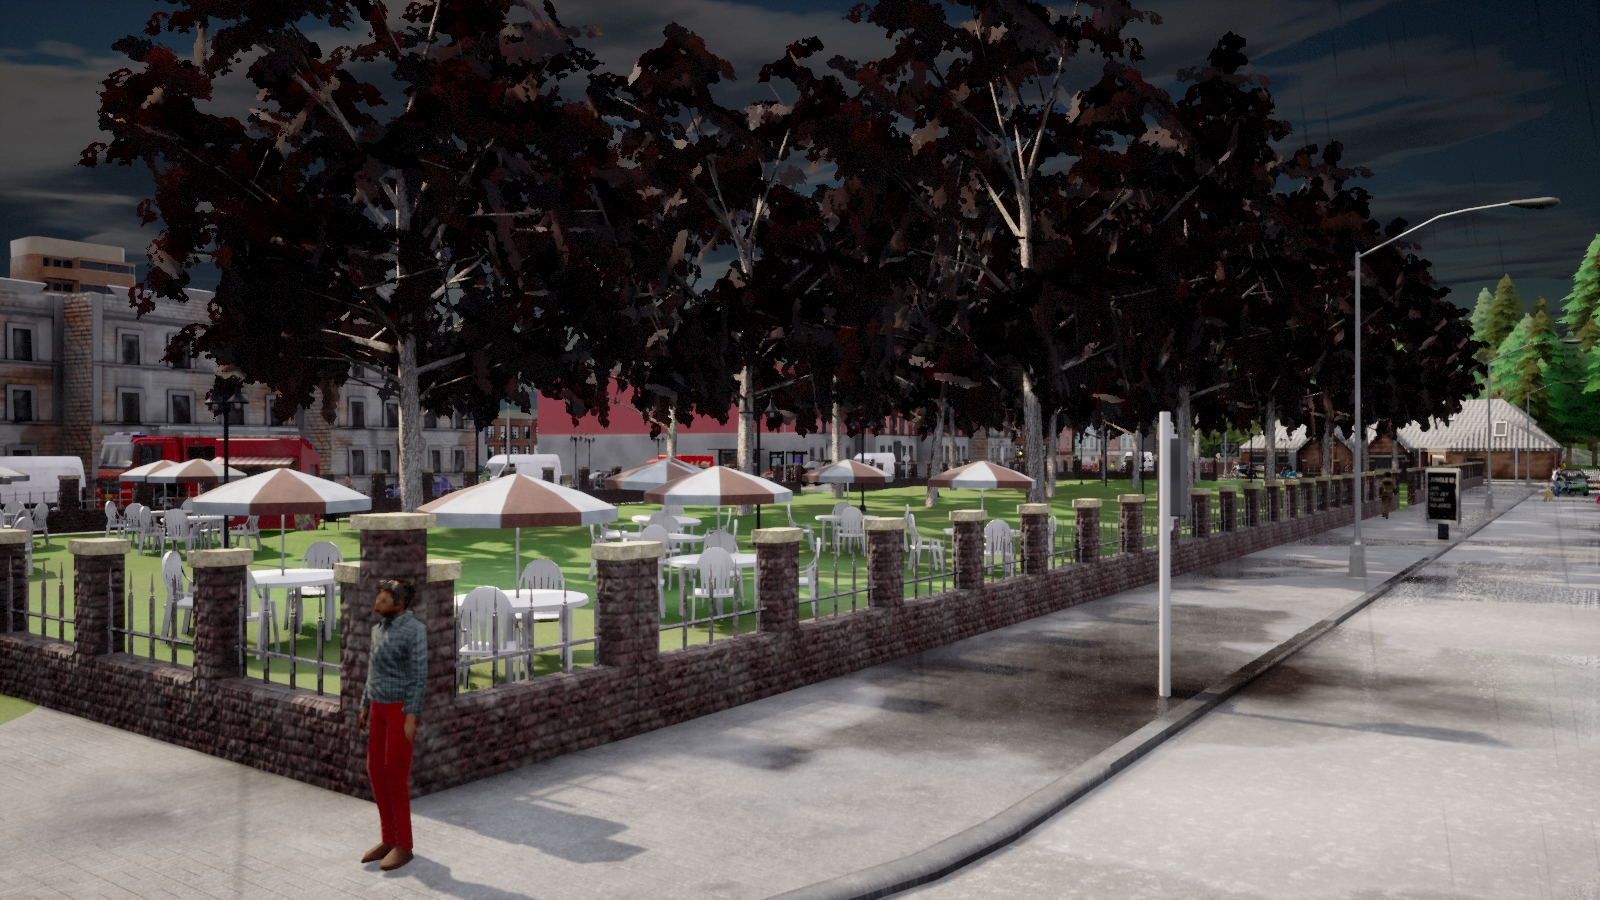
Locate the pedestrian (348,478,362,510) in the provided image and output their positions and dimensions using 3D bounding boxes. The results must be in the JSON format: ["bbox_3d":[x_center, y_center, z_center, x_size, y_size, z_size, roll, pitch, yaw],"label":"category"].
[{"bbox_3d":[-18.290,1.805,46.938,0.375,1.300,0.375,0,0,35],"label":"pedestrian"}]

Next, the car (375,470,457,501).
[{"bbox_3d":[-20.045,1.818,59.739,1.845,1.501,3.633,0,0,35],"label":"car"}]

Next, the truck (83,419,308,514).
[{"bbox_3d":[-26.598,0.670,50.778,2.891,3.827,8.468,0,0,35],"label":"truck"}]

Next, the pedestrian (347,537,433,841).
[{"bbox_3d":[-2.655,1.517,7.406,0.375,1.860,0.375,0,0,36],"label":"pedestrian"}]

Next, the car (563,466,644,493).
[{"bbox_3d":[-12.166,1.814,71.050,2.097,1.535,5.006,0,0,35],"label":"car"}]

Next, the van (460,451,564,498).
[{"bbox_3d":[-16.329,1.314,65.083,1.988,2.561,5.915,0,0,35],"label":"van"}]

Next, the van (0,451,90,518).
[{"bbox_3d":[-31.021,1.314,44.007,1.988,2.561,5.915,0,0,35],"label":"van"}]

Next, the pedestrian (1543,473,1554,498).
[{"bbox_3d":[39.944,1.908,61.001,0.375,1.300,0.375,0,0,-34],"label":"pedestrian"}]

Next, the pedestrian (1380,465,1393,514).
[{"bbox_3d":[22.747,1.525,44.310,0.375,1.860,0.375,0,0,35],"label":"pedestrian"}]

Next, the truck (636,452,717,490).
[{"bbox_3d":[-8.233,1.348,76.671,2.627,2.467,5.204,0,0,35],"label":"truck"}]

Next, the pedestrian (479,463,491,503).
[{"bbox_3d":[-14.721,1.523,53.419,0.375,1.860,0.375,0,0,30],"label":"pedestrian"}]
